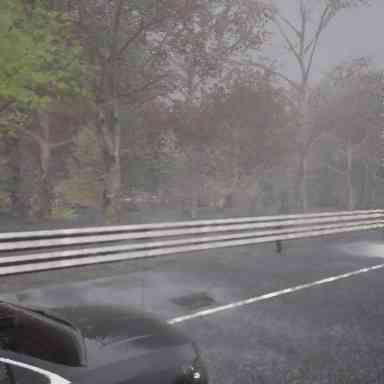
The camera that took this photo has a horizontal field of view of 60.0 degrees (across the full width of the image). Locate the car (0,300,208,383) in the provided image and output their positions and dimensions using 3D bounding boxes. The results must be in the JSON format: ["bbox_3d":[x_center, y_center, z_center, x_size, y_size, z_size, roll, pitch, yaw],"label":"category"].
[{"bbox_3d":[-2.103,1.505,2.245,4.892,1.490,1.837,0,0,-36],"label":"car"}]
